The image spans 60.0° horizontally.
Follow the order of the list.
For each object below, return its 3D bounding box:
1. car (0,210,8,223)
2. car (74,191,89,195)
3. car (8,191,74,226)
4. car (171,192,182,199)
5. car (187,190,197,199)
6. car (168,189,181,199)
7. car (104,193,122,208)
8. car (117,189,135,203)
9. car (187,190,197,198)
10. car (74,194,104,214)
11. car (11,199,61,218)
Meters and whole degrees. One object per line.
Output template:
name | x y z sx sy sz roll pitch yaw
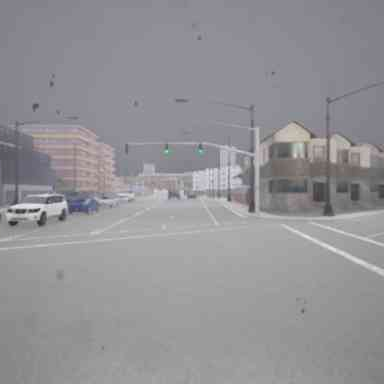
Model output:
car | -14.108 1.506 21.299 1.994 1.385 4.181 0 0 0
car | -14.105 0.914 40.709 2.150 2.045 5.566 0 1 0
car | -10.608 1.153 23.300 2.150 2.045 5.566 0 0 1
car | -3.525 0.721 75.752 2.128 1.511 4.902 0 -1 0
car | -0.021 0.769 65.769 1.895 1.301 4.718 0 0 0
car | -3.521 0.395 65.056 2.150 2.045 5.566 0 0 0
car | -10.605 1.184 42.123 1.812 1.442 4.674 0 1 0
car | -10.556 0.584 52.837 2.150 2.045 5.566 0 1 0
car | -0.025 0.381 75.727 2.097 1.767 4.553 0 -1 0
car | -10.609 1.320 33.040 1.882 1.535 5.008 0 1 0
car | -14.110 1.431 30.533 2.033 1.411 5.357 0 1 0
